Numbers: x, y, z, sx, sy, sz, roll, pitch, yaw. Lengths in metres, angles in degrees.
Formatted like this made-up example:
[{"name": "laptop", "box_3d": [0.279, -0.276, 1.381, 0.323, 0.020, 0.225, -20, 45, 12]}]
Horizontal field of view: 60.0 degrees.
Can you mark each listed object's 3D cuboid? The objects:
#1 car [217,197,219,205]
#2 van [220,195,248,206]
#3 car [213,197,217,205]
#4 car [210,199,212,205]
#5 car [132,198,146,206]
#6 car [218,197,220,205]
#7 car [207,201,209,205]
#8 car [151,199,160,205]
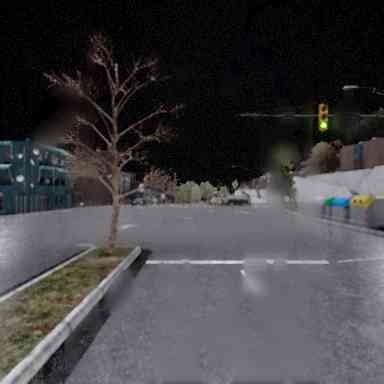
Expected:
[{"name": "car", "box_3d": [7.945, 1.989, 65.900, 4.674, 1.452, 2.002, 1, -2, -20]}, {"name": "van", "box_3d": [7.848, 1.546, 59.912, 4.442, 1.987, 1.878, 1, -2, -20]}, {"name": "car", "box_3d": [7.764, 2.028, 68.814, 5.366, 1.575, 1.946, 1, -2, -20]}, {"name": "car", "box_3d": [8.080, 2.472, 83.834, 5.366, 1.575, 1.946, 1, -2, -20]}, {"name": "car", "box_3d": [-8.973, 1.755, 56.490, 1.994, 1.385, 4.181, 0, -2, 0]}, {"name": "car", "box_3d": [7.944, 1.902, 62.928, 4.674, 1.452, 2.002, 1, -2, -20]}, {"name": "car", "box_3d": [7.917, 2.491, 92.716, 5.566, 2.045, 2.435, 1, -2, -20]}, {"name": "car", "box_3d": [-9.040, 2.445, 81.674, 1.812, 1.442, 4.674, 0, -2, 0]}]
